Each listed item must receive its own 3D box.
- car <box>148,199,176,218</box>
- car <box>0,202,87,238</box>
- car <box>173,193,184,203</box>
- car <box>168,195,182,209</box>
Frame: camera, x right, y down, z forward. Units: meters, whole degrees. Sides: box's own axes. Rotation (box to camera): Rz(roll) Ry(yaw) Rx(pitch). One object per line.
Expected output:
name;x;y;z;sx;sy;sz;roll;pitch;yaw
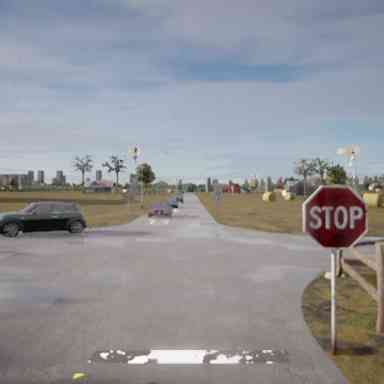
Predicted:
car;-2.784;1.605;30.022;1.994;1.385;4.181;0;0;0
car;-7.950;1.316;17.364;4.553;1.767;2.097;1;-1;-35
car;-2.824;1.162;65.842;2.150;2.045;5.566;0;0;0
car;-2.802;1.564;46.012;2.033;1.411;5.357;0;0;0
